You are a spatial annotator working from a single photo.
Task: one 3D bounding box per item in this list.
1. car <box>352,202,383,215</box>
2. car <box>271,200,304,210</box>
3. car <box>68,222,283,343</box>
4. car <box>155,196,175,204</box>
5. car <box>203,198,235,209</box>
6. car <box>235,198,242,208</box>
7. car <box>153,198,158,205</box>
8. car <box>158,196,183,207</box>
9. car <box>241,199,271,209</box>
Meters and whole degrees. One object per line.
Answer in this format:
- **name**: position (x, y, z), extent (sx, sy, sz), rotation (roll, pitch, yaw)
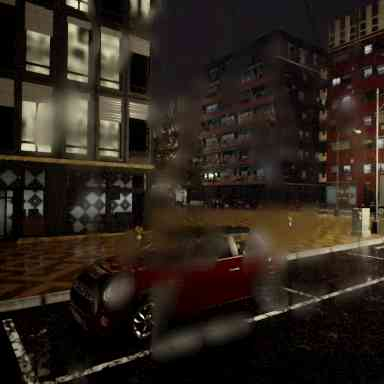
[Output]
- **car**: position (19.981, 1.730, 36.726), extent (1.947, 1.339, 4.313), rotation (1, -1, -35)
- **car**: position (13.450, 1.806, 45.997), extent (1.802, 1.307, 4.206), rotation (1, -1, -35)
- **car**: position (-0.185, 1.441, 6.405), extent (4.097, 1.590, 1.967), rotation (0, 1, -35)
- **car**: position (-6.139, 1.724, 73.818), extent (2.192, 1.841, 5.009), rotation (1, -1, -35)
- **car**: position (3.331, 1.678, 45.814), extent (2.008, 1.369, 4.403), rotation (1, -1, -35)
- **car**: position (6.921, 1.726, 55.271), extent (1.967, 1.590, 4.097), rotation (1, -1, -35)
- **car**: position (-6.465, 1.764, 59.723), extent (1.887, 1.381, 4.507), rotation (1, -1, -35)
- **car**: position (-3.199, 1.733, 55.086), extent (1.887, 1.381, 4.507), rotation (1, -1, -35)
- **car**: position (10.186, 1.800, 50.635), extent (1.887, 1.381, 4.507), rotation (1, -1, -35)
